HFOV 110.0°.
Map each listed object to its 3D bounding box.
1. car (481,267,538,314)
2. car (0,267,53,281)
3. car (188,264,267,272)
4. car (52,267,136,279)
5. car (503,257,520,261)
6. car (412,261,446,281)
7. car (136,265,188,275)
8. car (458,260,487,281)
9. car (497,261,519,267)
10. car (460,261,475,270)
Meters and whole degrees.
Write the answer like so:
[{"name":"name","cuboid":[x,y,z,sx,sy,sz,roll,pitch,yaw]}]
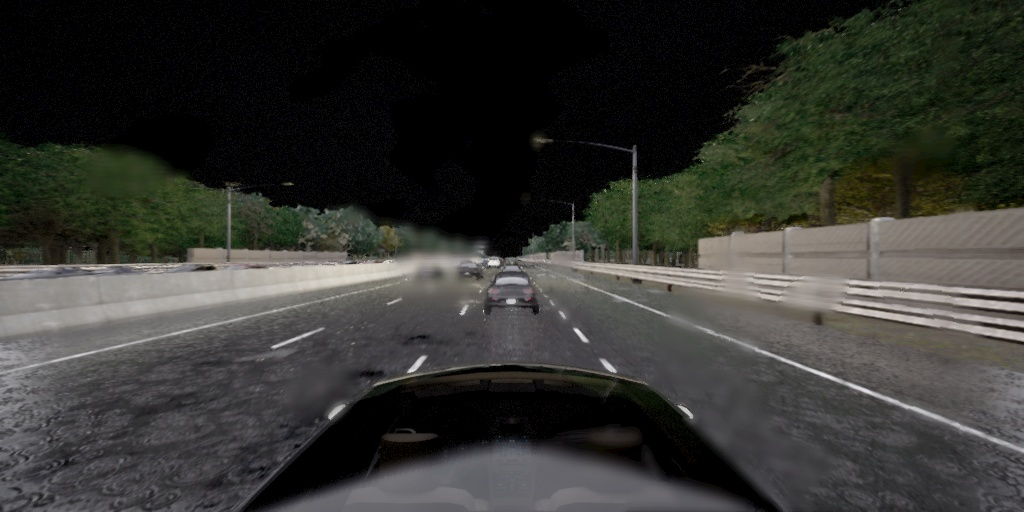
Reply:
[{"name":"car","cuboid":[0.002,1.304,13.871,1.812,1.442,4.674,0,0,0]},{"name":"car","cuboid":[-28.085,1.371,22.009,1.994,1.385,4.181,0,0,0]},{"name":"car","cuboid":[-17.584,1.289,23.197,1.882,1.535,5.008,0,0,0]},{"name":"car","cuboid":[-24.585,1.371,22.145,1.994,1.385,4.181,0,0,0]},{"name":"car","cuboid":[0.017,1.193,57.011,2.150,2.045,5.566,0,0,0]},{"name":"car","cuboid":[-6.992,1.339,31.120,2.128,1.511,4.902,0,0,0]},{"name":"car","cuboid":[-21.083,1.318,23.587,1.837,1.490,4.892,0,0,0]},{"name":"car","cuboid":[-3.492,1.326,31.128,1.882,1.535,5.008,0,0,0]},{"name":"car","cuboid":[0.009,1.411,31.107,1.994,1.385,4.181,0,0,0]},{"name":"car","cuboid":[-6.984,1.497,56.988,1.812,1.442,4.674,0,0,0]}]
